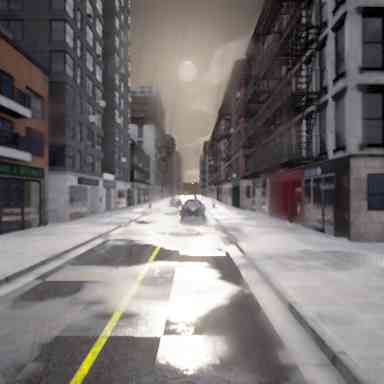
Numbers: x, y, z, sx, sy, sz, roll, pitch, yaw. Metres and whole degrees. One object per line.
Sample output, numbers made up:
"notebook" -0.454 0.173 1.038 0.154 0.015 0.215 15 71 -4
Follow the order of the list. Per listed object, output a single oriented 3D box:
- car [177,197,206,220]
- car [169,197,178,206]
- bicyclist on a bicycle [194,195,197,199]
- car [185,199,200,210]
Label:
"car" 0.099 1.412 28.634 2.097 1.767 4.553 0 0 0
"car" -2.769 1.590 55.973 2.128 1.511 4.902 0 0 1
"bicyclist on a bicycle" 0.807 1.477 73.385 0.659 1.776 1.843 0 0 0
"car" 0.114 1.688 44.472 1.895 1.301 4.718 0 0 0
